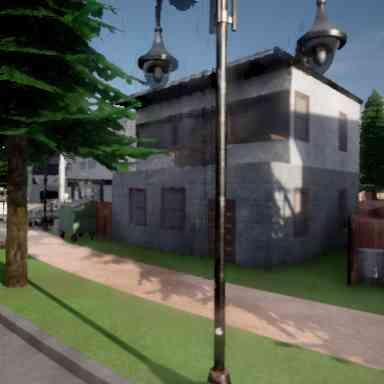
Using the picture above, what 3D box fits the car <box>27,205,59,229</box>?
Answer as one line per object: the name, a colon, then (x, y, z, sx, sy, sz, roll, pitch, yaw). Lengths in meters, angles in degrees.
car: (-8.596, 1.511, 21.107, 4.181, 1.385, 1.994, 0, 0, -41)
